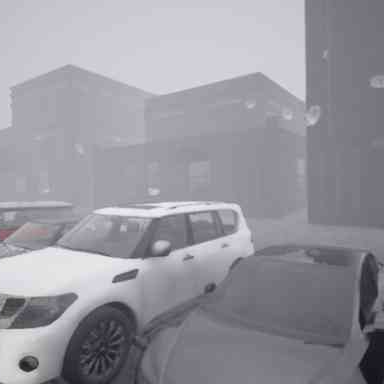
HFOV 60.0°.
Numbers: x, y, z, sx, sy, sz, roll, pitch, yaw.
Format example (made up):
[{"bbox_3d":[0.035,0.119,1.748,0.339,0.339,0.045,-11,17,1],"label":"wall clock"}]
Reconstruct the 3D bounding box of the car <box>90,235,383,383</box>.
[{"bbox_3d":[1.400,1.511,4.237,2.163,1.488,4.792,0,0,36],"label":"car"}]

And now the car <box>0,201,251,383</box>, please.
[{"bbox_3d":[-0.844,1.231,5.840,2.435,2.045,5.566,0,0,36],"label":"car"}]

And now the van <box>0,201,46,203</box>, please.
[{"bbox_3d":[-5.385,1.255,8.973,1.878,1.987,4.442,0,0,36],"label":"van"}]
